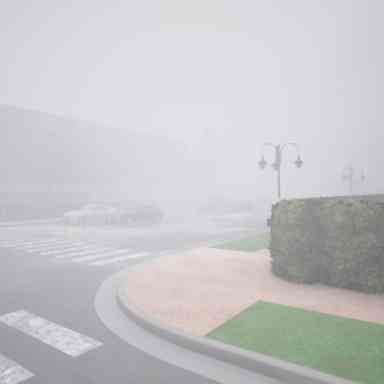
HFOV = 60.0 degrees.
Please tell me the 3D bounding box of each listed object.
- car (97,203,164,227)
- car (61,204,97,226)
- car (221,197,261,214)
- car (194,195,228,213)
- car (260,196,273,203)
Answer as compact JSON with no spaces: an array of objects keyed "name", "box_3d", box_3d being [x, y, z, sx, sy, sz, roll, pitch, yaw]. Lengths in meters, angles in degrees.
[{"name":"car","box_3d":[-4.023,1.602,23.699,1.837,1.490,4.892,0,0,35]},{"name":"car","box_3d":[-7.457,1.640,24.917,1.812,1.442,4.674,0,0,35]},{"name":"car","box_3d":[5.504,1.603,37.090,1.837,1.490,4.892,0,0,35]},{"name":"car","box_3d":[2.503,1.336,38.878,2.150,2.045,5.566,0,0,35]},{"name":"car","box_3d":[11.430,1.249,52.138,1.882,1.535,5.008,0,0,26]}]
